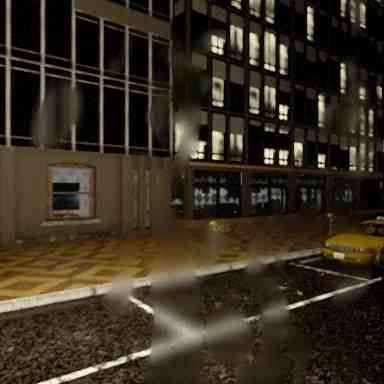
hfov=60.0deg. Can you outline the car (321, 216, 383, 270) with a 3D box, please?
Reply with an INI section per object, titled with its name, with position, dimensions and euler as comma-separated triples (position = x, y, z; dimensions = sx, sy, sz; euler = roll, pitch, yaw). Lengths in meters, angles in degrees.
[car]
position = 6.196, 1.508, 10.979
dimensions = 4.829, 1.417, 1.752
euler = 0, 0, -36
